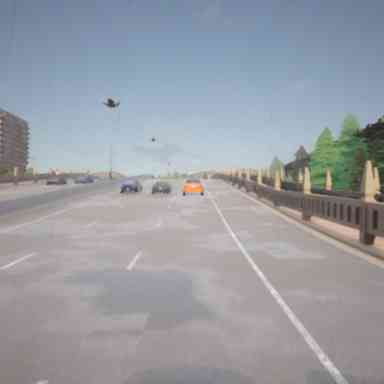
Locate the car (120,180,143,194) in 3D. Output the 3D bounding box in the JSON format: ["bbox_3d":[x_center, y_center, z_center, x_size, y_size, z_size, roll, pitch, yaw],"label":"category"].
[{"bbox_3d":[-6.846,-0.654,37.835,1.812,1.442,4.674,0,5,0],"label":"car"}]

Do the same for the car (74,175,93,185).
[{"bbox_3d":[-17.456,-1.970,53.860,1.882,1.535,5.008,0,5,1],"label":"car"}]

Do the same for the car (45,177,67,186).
[{"bbox_3d":[-20.967,-1.686,51.442,1.994,1.385,4.181,0,5,0],"label":"car"}]

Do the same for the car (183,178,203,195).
[{"bbox_3d":[0.141,-0.688,35.950,2.097,1.767,4.553,0,4,0],"label":"car"}]

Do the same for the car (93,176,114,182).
[{"bbox_3d":[-13.959,-1.930,53.902,1.812,1.442,4.674,0,5,1],"label":"car"}]

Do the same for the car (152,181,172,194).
[{"bbox_3d":[-3.348,-0.598,37.554,1.994,1.385,4.181,0,5,0],"label":"car"}]
